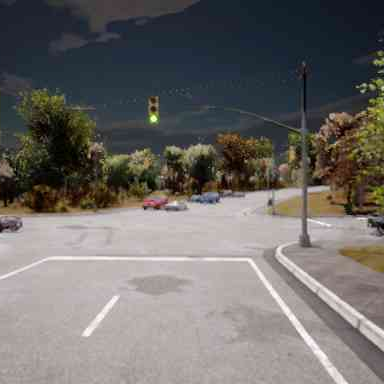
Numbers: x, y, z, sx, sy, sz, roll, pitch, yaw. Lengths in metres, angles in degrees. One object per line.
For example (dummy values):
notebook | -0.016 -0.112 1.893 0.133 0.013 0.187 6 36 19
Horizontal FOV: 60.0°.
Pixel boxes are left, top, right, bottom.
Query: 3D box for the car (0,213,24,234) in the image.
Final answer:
car | -12.379 1.665 19.482 4.674 1.442 1.812 0 0 3

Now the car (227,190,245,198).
car | 9.953 0.603 72.572 1.994 1.385 4.181 0 3 30

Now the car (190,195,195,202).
car | 0.717 1.296 62.046 1.812 1.442 4.674 0 2 24

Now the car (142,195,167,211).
car | -5.005 1.437 46.397 2.150 2.045 5.566 0 2 15

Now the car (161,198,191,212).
car | -2.082 1.832 43.945 1.895 1.301 4.718 0 1 16

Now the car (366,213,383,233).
car | 12.202 1.595 18.158 4.902 1.511 2.128 0 0 3

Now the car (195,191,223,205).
car | 3.093 1.066 58.823 2.150 2.045 5.566 0 3 22

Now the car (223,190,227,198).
car | 7.638 0.336 75.509 2.097 1.767 4.553 0 3 30
